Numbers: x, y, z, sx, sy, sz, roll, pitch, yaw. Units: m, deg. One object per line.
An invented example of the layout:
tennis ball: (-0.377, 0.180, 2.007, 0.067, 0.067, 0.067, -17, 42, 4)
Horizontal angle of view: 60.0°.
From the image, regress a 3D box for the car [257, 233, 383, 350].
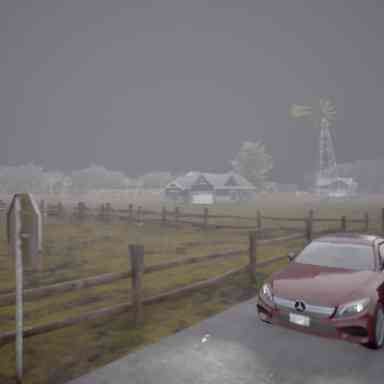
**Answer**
car: (3.072, 1.607, 6.626, 1.812, 1.442, 4.674, -2, -1, 40)
